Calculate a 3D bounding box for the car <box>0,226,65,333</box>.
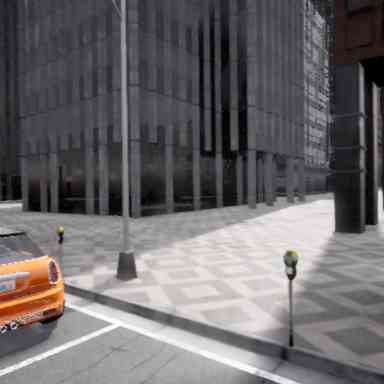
[{"bbox_3d":[-4.336,1.378,5.999,4.553,1.767,2.097,-1,0,38],"label":"car"}]
